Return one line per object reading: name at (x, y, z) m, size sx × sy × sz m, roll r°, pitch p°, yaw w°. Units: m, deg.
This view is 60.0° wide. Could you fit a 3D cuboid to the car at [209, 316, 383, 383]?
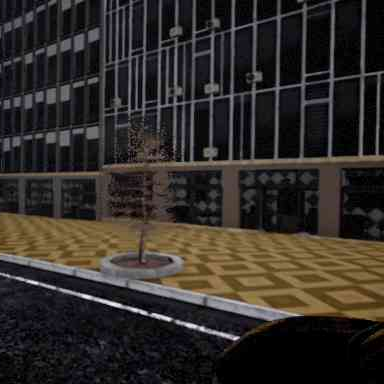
car at (2.353, 1.504, 1.939) m, size 4.892 × 1.490 × 1.837 m, roll 0°, pitch 0°, yaw 36°
